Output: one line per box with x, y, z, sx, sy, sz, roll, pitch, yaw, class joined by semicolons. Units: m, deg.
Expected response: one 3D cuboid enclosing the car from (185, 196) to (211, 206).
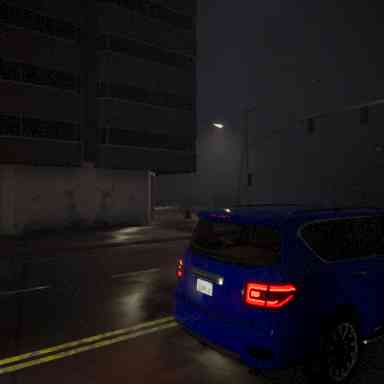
1.029;1.478;57.832;1.882;1.535;5.008;0;0;-36;car

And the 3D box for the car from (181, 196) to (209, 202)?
0.188;1.352;53.043;2.097;1.767;4.553;0;0;-36;car

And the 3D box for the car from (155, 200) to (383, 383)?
2.348;1.221;5.483;5.566;2.045;2.150;0;0;-35;car

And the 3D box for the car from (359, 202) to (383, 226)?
14.023;1.492;21.936;2.128;1.511;4.902;0;0;-36;car

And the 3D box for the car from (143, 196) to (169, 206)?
-5.971;1.497;55.378;2.128;1.511;4.902;0;0;-36;car

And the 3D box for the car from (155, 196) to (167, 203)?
-5.560;1.565;48.793;1.994;1.385;4.181;0;0;-36;car

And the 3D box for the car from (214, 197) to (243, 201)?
4.785;1.547;34.574;2.033;1.411;5.357;0;0;-36;car

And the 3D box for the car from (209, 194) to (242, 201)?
4.916;1.220;40.323;2.150;2.045;5.566;0;0;-36;car

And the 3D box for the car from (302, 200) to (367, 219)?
12.627;1.492;29.775;2.128;1.511;4.902;0;0;-36;car
